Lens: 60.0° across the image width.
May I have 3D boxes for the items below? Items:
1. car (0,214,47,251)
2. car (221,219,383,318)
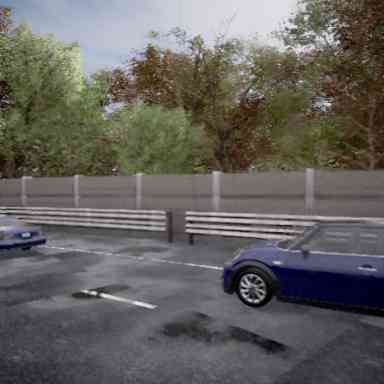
[{"bbox_3d":[-8.023,1.559,12.784,5.357,1.411,2.033,0,0,27],"label":"car"},{"bbox_3d":[2.867,1.318,6.535,4.553,1.767,2.097,0,0,30],"label":"car"}]
